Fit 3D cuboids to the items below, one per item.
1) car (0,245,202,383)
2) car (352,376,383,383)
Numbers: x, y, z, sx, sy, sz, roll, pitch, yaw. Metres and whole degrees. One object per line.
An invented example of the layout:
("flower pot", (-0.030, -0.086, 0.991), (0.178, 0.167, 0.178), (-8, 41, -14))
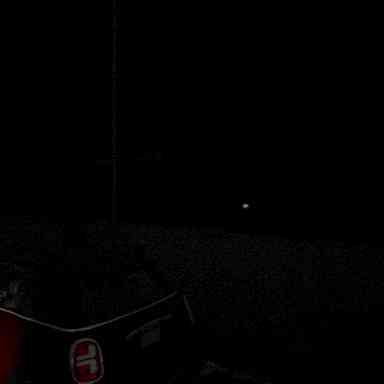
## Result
("car", (-1.977, 1.442, 4.368), (4.097, 1.590, 1.967), (0, 0, 35))
("car", (2.647, 1.550, 1.074), (4.403, 1.369, 2.008), (0, 0, 35))
